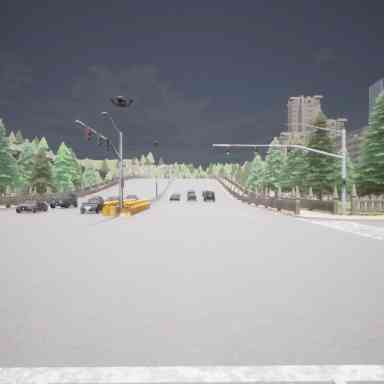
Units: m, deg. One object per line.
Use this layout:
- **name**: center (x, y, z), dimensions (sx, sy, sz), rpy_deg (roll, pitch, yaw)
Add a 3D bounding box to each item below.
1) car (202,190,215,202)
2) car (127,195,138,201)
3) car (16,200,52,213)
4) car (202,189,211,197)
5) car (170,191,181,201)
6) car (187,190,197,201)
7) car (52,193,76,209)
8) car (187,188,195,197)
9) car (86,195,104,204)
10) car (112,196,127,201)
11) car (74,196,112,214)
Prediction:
- **car**: center (3.497, 0.782, 67.372), dimensions (2.150, 2.045, 5.566), rpy_deg (0, 3, 0)
- **car**: center (-10.632, 1.297, 57.899), dimensions (2.097, 1.767, 4.553), rpy_deg (0, 1, 0)
- **car**: center (-17.600, 1.575, 36.725), dimensions (1.994, 1.385, 4.181), rpy_deg (0, 0, 0)
- **car**: center (3.337, 0.240, 77.983), dimensions (1.812, 1.442, 4.674), rpy_deg (0, 7, 0)
- **car**: center (-3.514, 1.056, 68.499), dimensions (1.994, 1.385, 4.181), rpy_deg (0, 4, 0)
- **car**: center (-0.009, 1.021, 68.113), dimensions (1.837, 1.490, 4.892), rpy_deg (0, 4, 0)
- **car**: center (-17.602, 1.231, 45.990), dimensions (2.150, 2.045, 5.566), rpy_deg (0, 1, 0)
- **car**: center (-0.166, 0.142, 78.457), dimensions (1.882, 1.535, 5.008), rpy_deg (0, 7, 0)
- **car**: center (-17.621, 1.393, 60.666), dimensions (1.812, 1.442, 4.674), rpy_deg (0, 2, 0)
- **car**: center (-10.604, 1.366, 45.040), dimensions (2.097, 1.767, 4.553), rpy_deg (0, 0, 0)
- **car**: center (-10.568, 1.502, 35.932), dimensions (2.128, 1.511, 4.902), rpy_deg (0, 0, -1)
